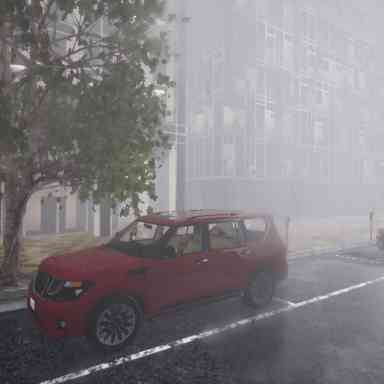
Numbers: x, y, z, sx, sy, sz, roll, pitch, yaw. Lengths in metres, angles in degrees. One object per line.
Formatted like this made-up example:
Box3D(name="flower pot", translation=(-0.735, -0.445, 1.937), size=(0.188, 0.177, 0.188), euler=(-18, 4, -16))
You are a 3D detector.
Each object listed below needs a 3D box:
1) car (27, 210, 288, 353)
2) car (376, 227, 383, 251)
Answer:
Box3D(name="car", translation=(-0.296, 1.316, 6.341), size=(5.009, 1.841, 2.192), euler=(0, 1, -36))
Box3D(name="car", translation=(8.900, 1.548, 12.932), size=(4.507, 1.381, 1.887), euler=(0, 1, -36))
